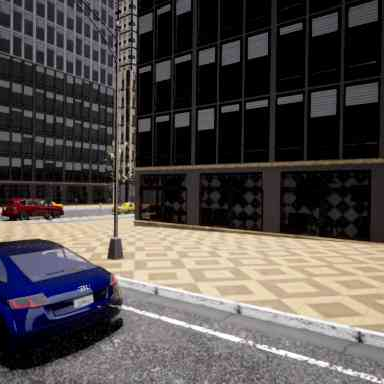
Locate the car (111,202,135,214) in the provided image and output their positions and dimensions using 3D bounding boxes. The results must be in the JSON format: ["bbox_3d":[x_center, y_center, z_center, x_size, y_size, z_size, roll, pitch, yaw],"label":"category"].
[{"bbox_3d":[-7.071,1.830,38.420,1.752,1.417,4.829,1,0,36],"label":"car"}]

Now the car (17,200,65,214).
[{"bbox_3d":[-17.367,1.643,38.546,1.752,1.417,4.829,1,0,36],"label":"car"}]

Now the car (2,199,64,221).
[{"bbox_3d":[-13.835,1.520,29.184,2.192,1.841,5.009,1,0,36],"label":"car"}]

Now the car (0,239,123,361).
[{"bbox_3d":[-3.235,1.561,5.973,4.181,1.385,1.994,0,0,34],"label":"car"}]
